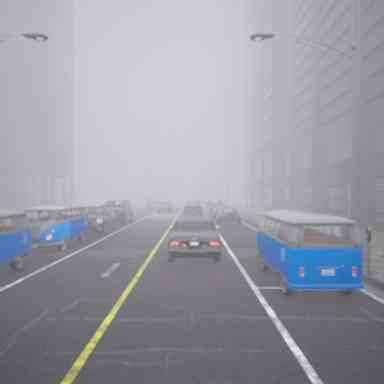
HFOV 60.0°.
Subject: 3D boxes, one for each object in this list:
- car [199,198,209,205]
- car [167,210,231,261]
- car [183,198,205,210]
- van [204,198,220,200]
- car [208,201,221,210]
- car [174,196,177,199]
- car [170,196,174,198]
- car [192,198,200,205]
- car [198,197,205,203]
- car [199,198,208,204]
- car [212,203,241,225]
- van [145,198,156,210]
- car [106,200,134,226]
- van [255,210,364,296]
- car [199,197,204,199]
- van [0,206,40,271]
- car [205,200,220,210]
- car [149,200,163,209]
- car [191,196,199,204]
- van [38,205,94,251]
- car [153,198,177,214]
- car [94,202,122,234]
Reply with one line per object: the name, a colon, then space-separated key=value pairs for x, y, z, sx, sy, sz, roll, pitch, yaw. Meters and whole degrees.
car: x=2.751 y=2.132 z=76.282 sx=2.008 sy=1.369 sz=4.403 roll=0 pitch=0 yaw=0
car: x=0.082 y=1.646 z=12.639 sx=2.033 sy=1.411 sz=5.357 roll=0 pitch=0 yaw=0
car: x=0.091 y=1.742 z=34.188 sx=1.882 sy=1.535 sz=5.008 roll=0 pitch=0 yaw=0
van: x=2.754 y=1.668 z=42.441 sx=1.690 sy=1.788 sz=3.998 roll=0 pitch=0 yaw=0
car: x=2.756 y=1.823 z=31.158 sx=1.802 sy=1.307 sz=4.206 roll=0 pitch=0 yaw=0
car: x=-5.775 y=2.228 z=87.561 sx=1.947 sy=1.339 sz=4.313 roll=0 pitch=0 yaw=0
car: x=-5.775 y=2.021 z=76.280 sx=1.967 sy=1.590 sz=4.097 roll=0 pitch=0 yaw=0
car: x=0.827 y=2.090 z=76.736 sx=1.837 sy=1.490 sz=4.892 roll=0 pitch=0 yaw=0
car: x=2.749 y=2.228 z=93.374 sx=1.752 sy=1.417 sz=4.829 roll=0 pitch=0 yaw=0
car: x=2.750 y=2.188 z=81.922 sx=1.947 sy=1.339 sz=4.313 roll=0 pitch=0 yaw=0
car: x=2.756 y=1.780 z=25.517 sx=1.802 sy=1.307 sz=4.206 roll=0 pitch=0 yaw=0
van: x=-5.772 y=1.711 z=48.077 sx=1.690 sy=1.788 sz=3.998 roll=0 pitch=0 yaw=0
car: x=-5.770 y=1.513 z=25.515 sx=2.192 sy=1.841 sz=5.009 roll=0 pitch=0 yaw=0
van: x=2.757 y=1.409 z=8.598 sx=1.690 sy=1.788 sz=3.998 roll=0 pitch=0 yaw=0
car: x=2.752 y=2.043 z=65.001 sx=1.887 sy=1.381 sz=4.507 roll=0 pitch=0 yaw=0
van: x=-5.768 y=1.408 z=8.592 sx=1.690 sy=1.788 sz=3.998 roll=0 pitch=0 yaw=0
car: x=2.755 y=1.850 z=36.798 sx=1.947 sy=1.339 sz=4.313 roll=0 pitch=0 yaw=0
car: x=-5.772 y=1.957 z=53.716 sx=1.887 sy=1.381 sz=4.507 roll=0 pitch=0 yaw=0
car: x=0.739 y=1.980 z=82.708 sx=2.097 sy=1.767 sz=4.553 roll=0 pitch=0 yaw=0
van: x=-5.769 y=1.452 z=14.232 sx=1.690 sy=1.788 sz=3.998 roll=0 pitch=0 yaw=0
car: x=-3.099 y=1.809 z=39.367 sx=1.837 sy=1.490 sz=4.892 roll=0 pitch=0 yaw=0
car: x=-5.769 y=1.594 z=19.872 sx=1.967 sy=1.590 sz=4.097 roll=0 pitch=0 yaw=0
